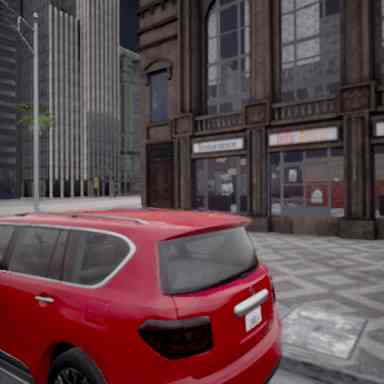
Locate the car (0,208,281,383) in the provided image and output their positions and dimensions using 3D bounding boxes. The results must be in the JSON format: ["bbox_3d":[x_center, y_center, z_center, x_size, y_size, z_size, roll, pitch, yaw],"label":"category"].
[{"bbox_3d":[-1.631,1.248,4.545,5.566,2.045,2.150,-1,0,35],"label":"car"}]
